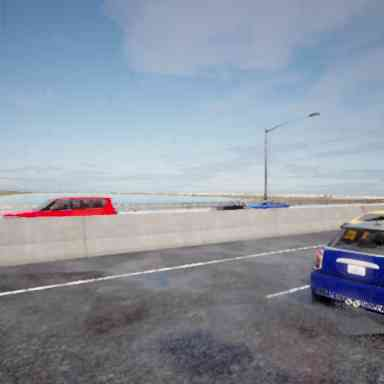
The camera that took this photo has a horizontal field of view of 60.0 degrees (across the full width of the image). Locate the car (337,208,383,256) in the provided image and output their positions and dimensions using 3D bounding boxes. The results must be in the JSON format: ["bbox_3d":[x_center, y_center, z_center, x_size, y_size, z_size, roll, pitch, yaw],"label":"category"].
[{"bbox_3d":[8.372,1.530,13.961,5.008,1.535,1.882,0,0,-35],"label":"car"}]

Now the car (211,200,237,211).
[{"bbox_3d":[4.068,1.571,32.465,4.902,1.511,2.128,0,0,-35],"label":"car"}]

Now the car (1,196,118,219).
[{"bbox_3d":[-6.429,1.234,16.590,5.566,2.045,2.150,0,0,-35],"label":"car"}]

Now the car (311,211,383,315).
[{"bbox_3d":[4.584,1.379,6.996,4.553,1.767,2.097,0,0,-35],"label":"car"}]

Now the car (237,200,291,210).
[{"bbox_3d":[6.824,1.478,30.116,5.008,1.535,1.882,0,0,-35],"label":"car"}]
